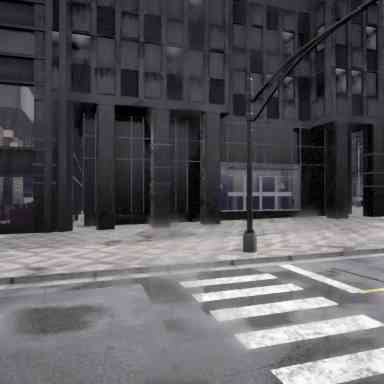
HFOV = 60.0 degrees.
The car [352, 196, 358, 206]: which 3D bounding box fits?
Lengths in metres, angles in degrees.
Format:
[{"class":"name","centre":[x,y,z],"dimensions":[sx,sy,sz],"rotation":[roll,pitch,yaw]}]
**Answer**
[{"class":"car","centre":[22.993,1.304,47.772],"dimensions":[1.994,1.385,4.181],"rotation":[0,-1,-16]}]

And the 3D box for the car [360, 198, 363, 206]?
[{"class":"car","centre":[22.281,1.260,38.966],"dimensions":[1.895,1.301,4.718],"rotation":[0,-1,-17]}]
